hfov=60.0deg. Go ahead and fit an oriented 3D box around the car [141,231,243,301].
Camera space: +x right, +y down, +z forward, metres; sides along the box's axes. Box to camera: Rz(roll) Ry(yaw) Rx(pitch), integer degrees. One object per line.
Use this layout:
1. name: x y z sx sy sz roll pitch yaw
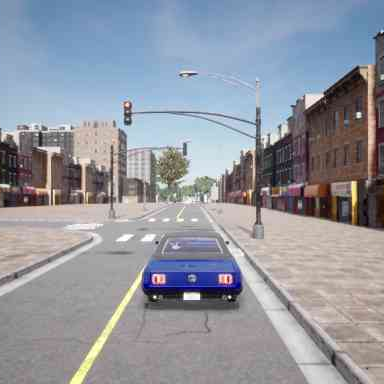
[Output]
1. car: 0.009 1.612 8.267 1.895 1.301 4.718 0 0 0
